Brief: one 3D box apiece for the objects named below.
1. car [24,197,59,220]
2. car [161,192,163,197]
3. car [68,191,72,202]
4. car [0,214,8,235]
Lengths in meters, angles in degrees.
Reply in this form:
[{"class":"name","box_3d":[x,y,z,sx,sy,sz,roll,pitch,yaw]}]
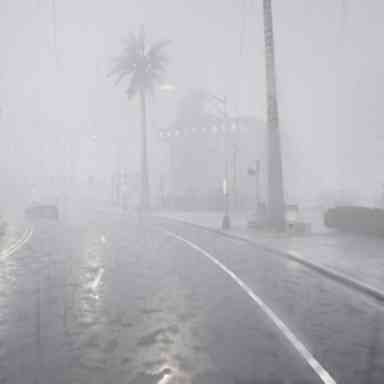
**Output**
[{"class":"car","box_3d":[-12.526,1.434,27.527,1.882,1.535,5.008,0,0,-36]},{"class":"car","box_3d":[-5.226,1.224,66.233,4.674,1.452,2.002,0,0,29]},{"class":"car","box_3d":[-25.414,1.139,64.349,4.553,1.767,2.185,0,0,29]},{"class":"car","box_3d":[-9.939,1.587,15.527,1.895,1.301,4.718,0,0,-22]}]
